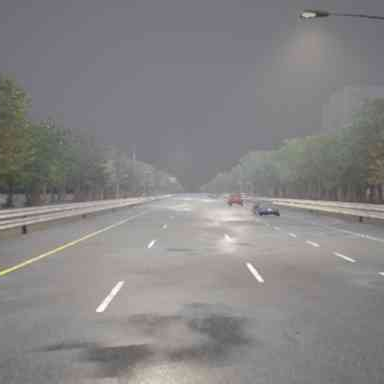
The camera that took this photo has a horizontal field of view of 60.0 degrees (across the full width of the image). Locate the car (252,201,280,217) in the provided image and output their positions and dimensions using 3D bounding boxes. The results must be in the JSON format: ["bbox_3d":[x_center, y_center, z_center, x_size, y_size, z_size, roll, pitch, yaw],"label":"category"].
[{"bbox_3d":[7.011,1.576,31.990,1.994,1.385,4.181,0,0,0],"label":"car"}]

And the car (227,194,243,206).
[{"bbox_3d":[7.061,1.276,55.299,2.150,2.045,5.566,0,0,0],"label":"car"}]
